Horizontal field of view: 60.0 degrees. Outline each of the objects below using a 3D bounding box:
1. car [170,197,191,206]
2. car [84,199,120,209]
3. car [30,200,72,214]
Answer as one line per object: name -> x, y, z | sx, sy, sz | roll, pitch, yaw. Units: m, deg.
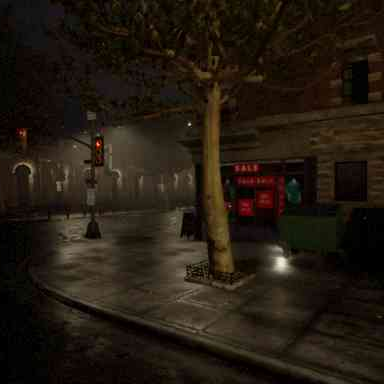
car -> -2.149, 1.491, 53.510 | 2.128, 1.511, 4.902 | 0, 0, 36
car -> -12.153, 1.595, 45.125 | 1.895, 1.301, 4.718 | 0, 0, 36
car -> -15.056, 1.564, 35.767 | 1.994, 1.385, 4.181 | 0, 0, 36
